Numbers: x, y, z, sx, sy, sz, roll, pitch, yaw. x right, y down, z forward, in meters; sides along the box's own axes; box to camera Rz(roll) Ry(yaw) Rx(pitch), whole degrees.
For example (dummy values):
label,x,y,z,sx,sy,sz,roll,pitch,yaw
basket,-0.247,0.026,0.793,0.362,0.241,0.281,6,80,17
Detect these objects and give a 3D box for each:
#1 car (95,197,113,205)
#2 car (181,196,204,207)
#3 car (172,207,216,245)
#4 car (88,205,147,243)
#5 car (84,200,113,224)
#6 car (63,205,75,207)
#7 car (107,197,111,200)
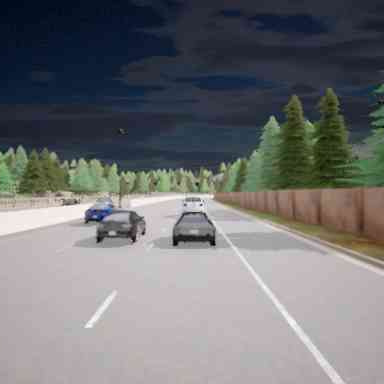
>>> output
label,x,y,z,sx,sy,sz,roll,pitch,yaw
car,-17.423,1.797,65.826,2.128,1.511,4.902,0,0,1
car,0.097,1.407,34.414,2.150,2.045,5.566,0,0,0
car,0.097,1.650,15.980,1.994,1.385,4.181,0,0,0
car,-3.415,1.615,16.532,1.812,1.442,4.674,0,0,0
car,-6.902,1.619,26.116,1.882,1.535,5.008,0,0,0
car,-21.085,1.881,58.352,1.994,1.385,4.181,0,0,1
car,-14.119,1.770,54.310,1.882,1.535,5.008,0,-1,-3
